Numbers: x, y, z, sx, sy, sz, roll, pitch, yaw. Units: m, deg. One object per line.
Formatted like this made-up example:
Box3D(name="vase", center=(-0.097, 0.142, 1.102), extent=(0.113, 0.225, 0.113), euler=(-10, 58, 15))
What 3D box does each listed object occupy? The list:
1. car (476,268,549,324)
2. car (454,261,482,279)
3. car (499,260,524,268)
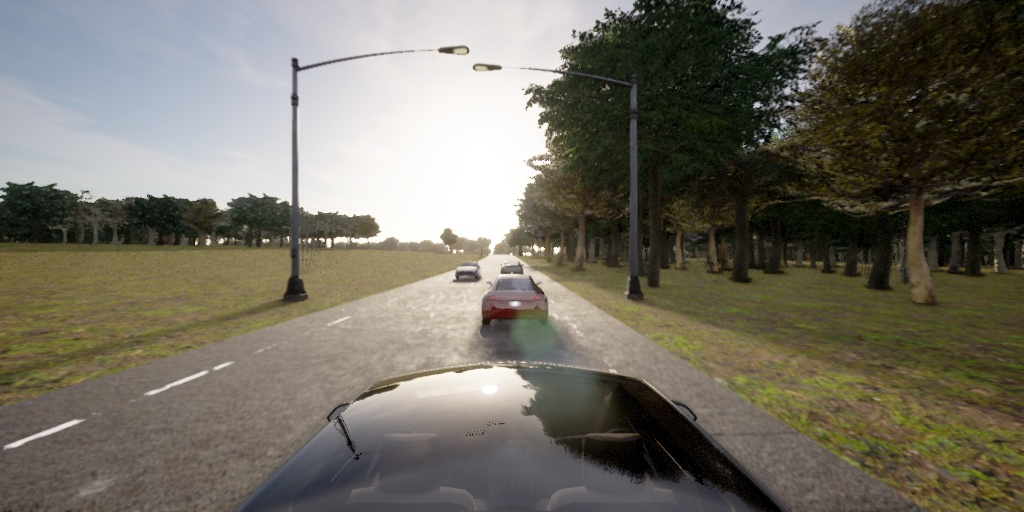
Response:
Box3D(name="car", center=(0.081, 1.286, 11.924), extent=(1.994, 1.385, 4.181), euler=(0, 0, 0))
Box3D(name="car", center=(-3.608, 1.156, 30.447), extent=(2.033, 1.411, 5.357), euler=(0, 0, 0))
Box3D(name="car", center=(-0.014, 1.101, 30.284), extent=(2.128, 1.511, 4.902), euler=(0, 0, 0))
